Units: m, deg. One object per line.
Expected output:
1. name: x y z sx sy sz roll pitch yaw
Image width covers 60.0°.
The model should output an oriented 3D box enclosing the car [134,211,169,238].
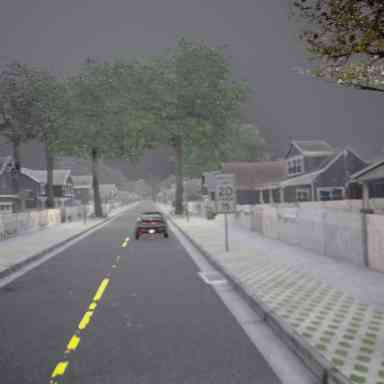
1. car: -2.485 1.925 20.340 1.837 1.490 4.892 -2 -1 -7
